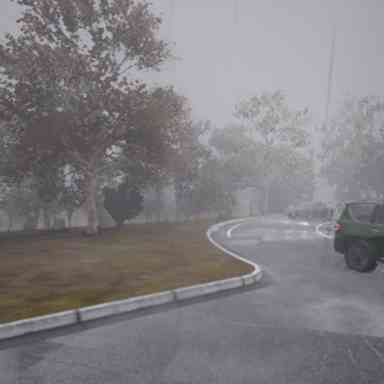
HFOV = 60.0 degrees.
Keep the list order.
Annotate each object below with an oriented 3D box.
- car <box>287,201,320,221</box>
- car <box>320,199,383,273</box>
[{"bbox_3d":[9.943,1.556,27.904,4.892,1.490,1.837,1,-1,-38],"label":"car"},{"bbox_3d":[6.205,1.240,8.321,2.150,2.045,5.566,-1,0,-24],"label":"car"}]
